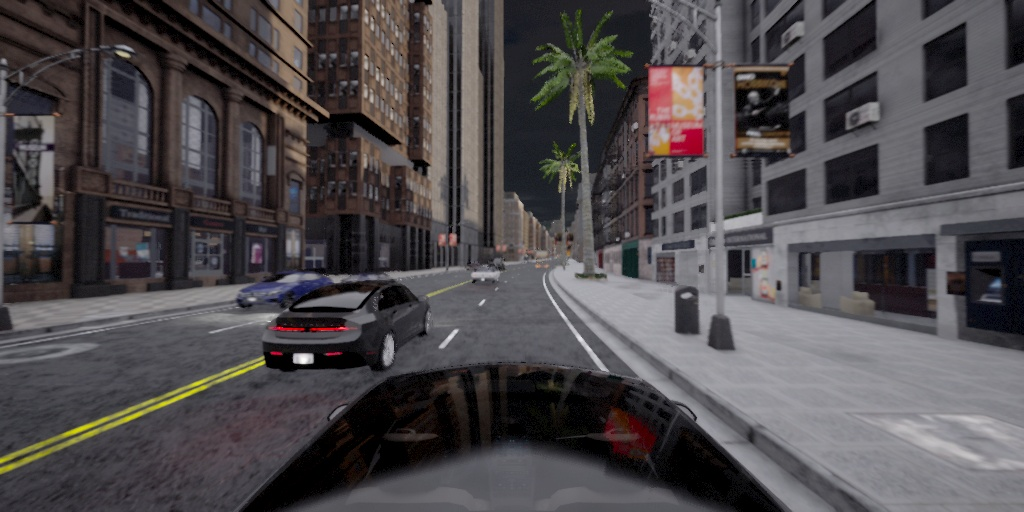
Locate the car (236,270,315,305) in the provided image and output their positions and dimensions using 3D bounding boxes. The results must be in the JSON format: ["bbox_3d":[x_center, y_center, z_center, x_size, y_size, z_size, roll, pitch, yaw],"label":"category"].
[{"bbox_3d":[-9.563,1.367,15.628,1.812,1.442,4.674,0,0,2],"label":"car"}]

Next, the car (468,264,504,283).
[{"bbox_3d":[-2.094,1.554,29.924,1.895,1.301,4.718,0,0,4],"label":"car"}]

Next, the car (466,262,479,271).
[{"bbox_3d":[-5.907,1.698,57.114,1.994,1.385,4.181,0,0,8],"label":"car"}]

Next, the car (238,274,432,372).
[{"bbox_3d":[-3.072,1.297,7.753,1.837,1.490,4.892,0,0,1],"label":"car"}]

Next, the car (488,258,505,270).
[{"bbox_3d":[-2.540,1.358,57.713,2.150,2.045,5.566,0,0,9],"label":"car"}]

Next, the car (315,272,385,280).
[{"bbox_3d":[-6.307,1.409,15.632,1.994,1.385,4.181,0,0,2],"label":"car"}]
